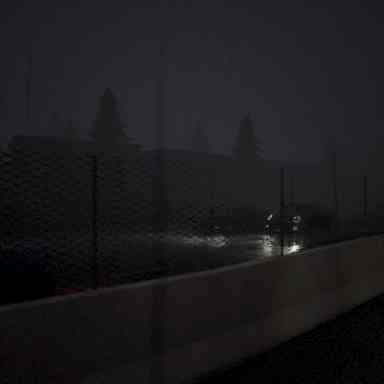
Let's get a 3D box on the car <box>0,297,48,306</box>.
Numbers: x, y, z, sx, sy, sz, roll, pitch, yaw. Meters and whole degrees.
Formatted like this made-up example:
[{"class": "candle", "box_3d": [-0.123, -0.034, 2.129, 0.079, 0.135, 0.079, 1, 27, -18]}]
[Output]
[{"class": "car", "box_3d": [-4.774, 1.497, 5.032, 5.008, 1.535, 1.882, 0, 0, -36]}]
